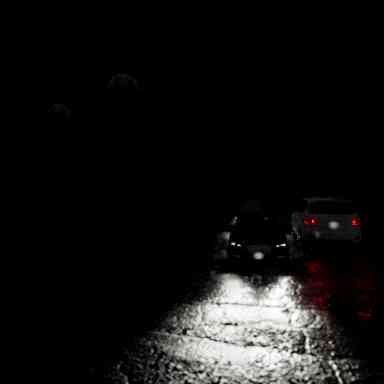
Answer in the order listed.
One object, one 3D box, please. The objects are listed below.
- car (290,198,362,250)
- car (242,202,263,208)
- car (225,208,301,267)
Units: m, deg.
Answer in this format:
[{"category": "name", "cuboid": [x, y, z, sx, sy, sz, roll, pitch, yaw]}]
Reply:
[{"category": "car", "cuboid": [5.664, 1.256, 14.625, 2.150, 2.045, 5.566, 0, 0, 12]}, {"category": "car", "cuboid": [4.103, 1.618, 21.976, 1.994, 1.385, 4.181, 0, 0, 10]}, {"category": "car", "cuboid": [2.292, 1.531, 11.714, 2.128, 1.511, 4.902, 0, 0, 10]}]
